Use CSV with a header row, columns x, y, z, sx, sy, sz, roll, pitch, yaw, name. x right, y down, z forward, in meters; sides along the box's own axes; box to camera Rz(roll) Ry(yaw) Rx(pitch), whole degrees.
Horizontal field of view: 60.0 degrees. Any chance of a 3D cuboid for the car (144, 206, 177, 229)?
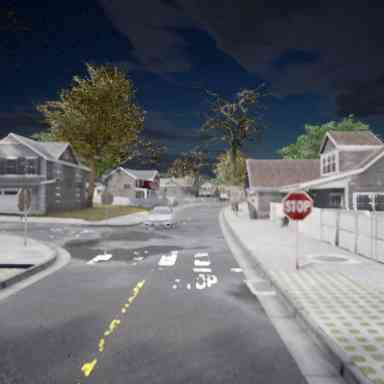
x,y,z,sx,sy,sz,roll,pitch,yaw,name
-2.105,1.777,23.525,1.812,1.442,4.674,0,0,3,car
